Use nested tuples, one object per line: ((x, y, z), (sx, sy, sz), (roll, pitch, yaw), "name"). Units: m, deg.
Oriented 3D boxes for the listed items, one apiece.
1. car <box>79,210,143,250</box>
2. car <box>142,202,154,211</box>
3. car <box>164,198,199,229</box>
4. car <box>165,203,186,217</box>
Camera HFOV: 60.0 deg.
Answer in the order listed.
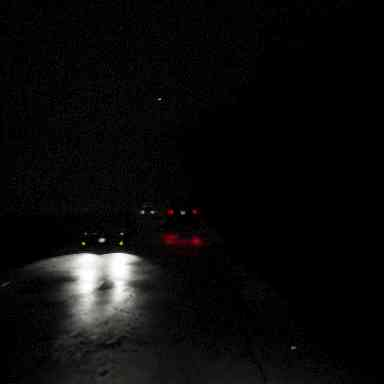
((-3.471, 1.653, 14.560), (1.994, 1.385, 4.181), (0, -1, -2), "car")
((-7.393, 2.457, 55.775), (1.882, 1.535, 5.008), (0, -2, -8), "car")
((-0.721, 1.409, 23.222), (2.150, 2.045, 5.566), (0, 0, -4), "car")
((-1.952, 1.952, 37.843), (2.033, 1.411, 5.357), (0, -1, -6), "car")
